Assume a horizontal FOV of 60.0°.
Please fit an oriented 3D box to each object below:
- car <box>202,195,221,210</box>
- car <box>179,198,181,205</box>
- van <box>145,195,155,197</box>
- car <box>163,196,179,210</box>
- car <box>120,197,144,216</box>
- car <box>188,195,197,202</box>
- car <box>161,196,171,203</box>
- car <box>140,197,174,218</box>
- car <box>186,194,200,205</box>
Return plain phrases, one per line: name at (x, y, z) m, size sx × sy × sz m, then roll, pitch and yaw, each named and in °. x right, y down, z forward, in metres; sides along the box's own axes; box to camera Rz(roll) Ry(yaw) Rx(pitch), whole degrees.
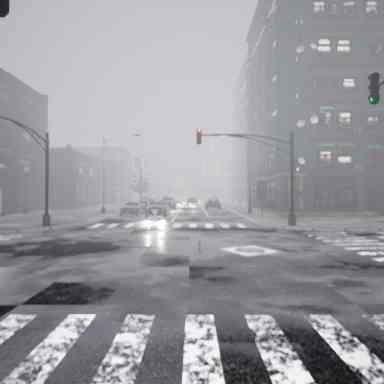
car at (2.714, 1.420, 43.453) m, size 1.967 × 1.590 × 4.097 m, roll 1°, pitch 0°, yaw 0°
car at (-3.022, 1.497, 60.497) m, size 1.812 × 1.442 × 4.674 m, roll 0°, pitch 0°, yaw 1°
van at (-5.664, 1.321, 43.394) m, size 1.690 × 1.788 × 3.998 m, roll 1°, pitch 0°, yaw 0°
car at (-3.085, 1.332, 41.931) m, size 2.097 × 1.767 × 4.553 m, roll 0°, pitch 0°, yaw 0°
car at (-5.747, 1.530, 32.024) m, size 1.887 × 1.381 × 4.507 m, roll 1°, pitch 0°, yaw 0°
car at (0.014, 1.325, 70.119) m, size 1.812 × 1.442 × 4.674 m, roll 0°, pitch 0°, yaw 0°
car at (-5.663, 1.550, 71.827) m, size 1.802 × 1.307 × 4.206 m, roll 1°, pitch 0°, yaw 0°
car at (-3.091, 1.477, 30.173) m, size 2.128 × 1.511 × 4.902 m, roll 0°, pitch 0°, yaw 0°
car at (0.012, 1.450, 59.693) m, size 1.882 × 1.535 × 5.008 m, roll 0°, pitch 0°, yaw 0°
